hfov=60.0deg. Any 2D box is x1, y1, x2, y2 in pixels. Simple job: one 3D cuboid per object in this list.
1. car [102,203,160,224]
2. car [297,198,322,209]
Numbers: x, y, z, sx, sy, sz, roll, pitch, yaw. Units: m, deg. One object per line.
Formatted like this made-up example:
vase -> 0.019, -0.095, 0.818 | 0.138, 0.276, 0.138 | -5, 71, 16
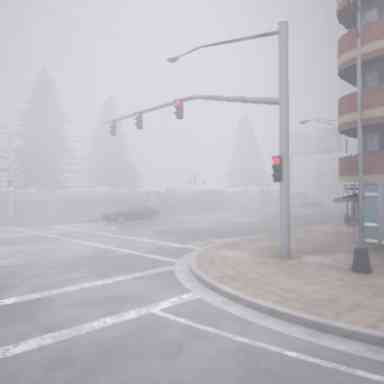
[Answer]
car -> -4.942, 1.704, 27.246 | 5.008, 1.535, 1.882 | 0, 0, -44
car -> 17.222, 1.644, 48.540 | 5.008, 1.535, 1.882 | 0, -1, -44
